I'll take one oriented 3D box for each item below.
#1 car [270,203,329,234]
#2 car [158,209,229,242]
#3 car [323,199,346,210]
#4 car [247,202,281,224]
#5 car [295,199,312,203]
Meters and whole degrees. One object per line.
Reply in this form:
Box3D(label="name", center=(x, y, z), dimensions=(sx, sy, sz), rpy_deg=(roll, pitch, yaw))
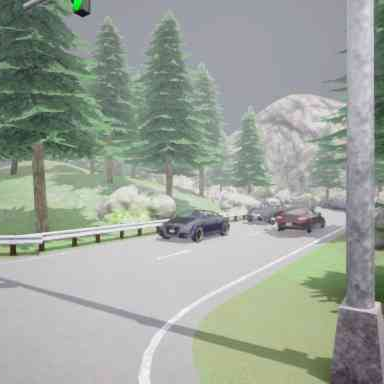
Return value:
Box3D(label="car", center=(6.420, 1.597, 19.496), dimensions=(1.812, 1.442, 4.674), rpy_deg=(0, -1, 34))
Box3D(label="car", center=(0.206, 1.580, 16.650), dimensions=(1.994, 1.385, 4.181), rpy_deg=(0, 0, 34))
Box3D(label="car", center=(18.004, 1.630, 42.395), dimensions=(1.994, 1.385, 4.181), rpy_deg=(1, 0, -1))
Box3D(label="car", center=(5.738, 1.509, 24.914), dimensions=(2.128, 1.511, 4.902), rpy_deg=(0, 0, 34))
Box3D(label="car", center=(11.204, 1.524, 33.546), dimensions=(1.837, 1.490, 4.892), rpy_deg=(0, 0, 27))
